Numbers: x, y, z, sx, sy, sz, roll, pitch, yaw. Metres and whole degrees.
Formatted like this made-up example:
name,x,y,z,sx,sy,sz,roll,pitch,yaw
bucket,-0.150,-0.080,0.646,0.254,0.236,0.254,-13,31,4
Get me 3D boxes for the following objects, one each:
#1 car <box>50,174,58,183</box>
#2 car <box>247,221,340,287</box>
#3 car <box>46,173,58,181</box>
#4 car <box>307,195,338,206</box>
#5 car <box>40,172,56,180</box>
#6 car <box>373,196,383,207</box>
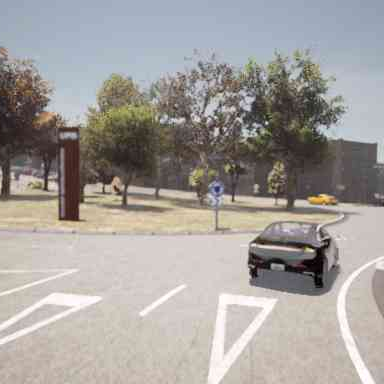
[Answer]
name,x,y,z,sx,sy,sz,roll,pitch,yaw
car,-31.782,-3.008,82.311,2.231,1.521,4.892,7,5,28
car,3.123,1.606,9.765,2.128,1.511,4.902,1,-2,28
car,-33.798,-3.309,84.570,2.002,1.452,4.674,7,6,28
car,19.056,1.117,48.778,1.882,1.535,5.008,0,1,-20
car,-35.905,-3.686,86.653,1.946,1.575,5.366,7,5,28
car,27.607,1.366,47.376,4.892,1.490,1.837,2,-1,-39
